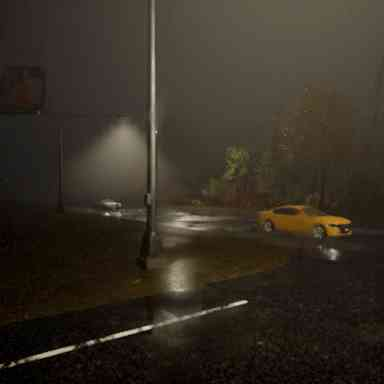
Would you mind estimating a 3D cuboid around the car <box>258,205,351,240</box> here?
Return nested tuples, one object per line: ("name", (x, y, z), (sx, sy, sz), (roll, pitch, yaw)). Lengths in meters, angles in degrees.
("car", (5.693, 1.457, 17.374), (1.882, 1.535, 5.008), (0, 0, -36))

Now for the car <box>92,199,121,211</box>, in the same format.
("car", (-10.082, 1.515, 39.275), (1.895, 1.301, 4.718), (0, 0, -36))
